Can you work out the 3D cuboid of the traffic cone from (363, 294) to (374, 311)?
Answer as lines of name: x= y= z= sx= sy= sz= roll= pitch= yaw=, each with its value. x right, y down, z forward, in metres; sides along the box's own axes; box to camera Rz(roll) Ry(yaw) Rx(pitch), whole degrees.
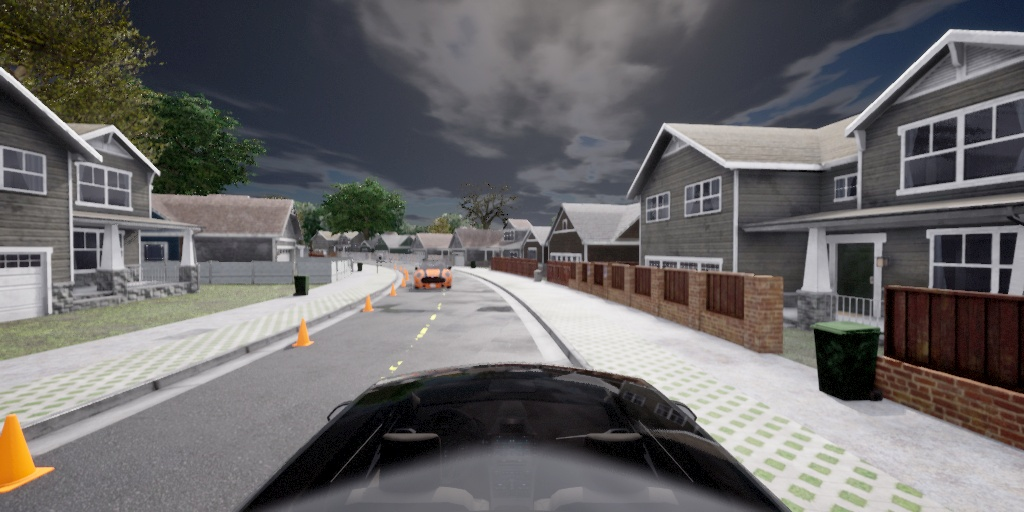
traffic cone: x=-5.176 y=1.676 z=12.916 sx=0.340 sy=0.580 sz=0.340 roll=0 pitch=0 yaw=-7

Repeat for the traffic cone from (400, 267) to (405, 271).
traffic cone: x=-10.960 y=1.468 z=36.584 sx=0.340 sy=0.580 sz=0.340 roll=0 pitch=0 yaw=-20

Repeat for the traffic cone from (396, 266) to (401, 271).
traffic cone: x=-12.772 y=1.417 z=41.120 sx=0.340 sy=0.580 sz=0.340 roll=0 pitch=0 yaw=-23

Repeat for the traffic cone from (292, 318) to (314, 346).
traffic cone: x=-4.692 y=1.694 z=8.056 sx=0.340 sy=0.580 sz=0.340 roll=0 pitch=0 yaw=-4

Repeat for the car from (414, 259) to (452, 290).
car: x=-4.735 y=1.015 z=21.645 sx=2.097 sy=1.767 sz=4.553 roll=0 pitch=0 yaw=-12

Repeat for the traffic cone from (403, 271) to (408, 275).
traffic cone: x=-7.984 y=1.571 z=27.285 sx=0.340 sy=0.580 sz=0.340 roll=0 pitch=0 yaw=-15

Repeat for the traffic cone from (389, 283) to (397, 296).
traffic cone: x=-5.887 y=1.649 z=17.748 sx=0.340 sy=0.580 sz=0.340 roll=0 pitch=0 yaw=-10

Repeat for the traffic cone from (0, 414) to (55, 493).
traffic cone: x=-4.434 y=1.704 z=3.179 sx=0.340 sy=0.580 sz=0.340 roll=0 pitch=0 yaw=-2

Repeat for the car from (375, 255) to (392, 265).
car: x=-21.160 y=0.602 z=58.868 sx=2.128 sy=1.511 sz=4.902 roll=-1 pitch=1 yaw=-34

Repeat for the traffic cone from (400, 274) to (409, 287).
traffic cone: x=-6.824 y=1.614 z=22.541 sx=0.340 sy=0.580 sz=0.340 roll=0 pitch=0 yaw=-12
